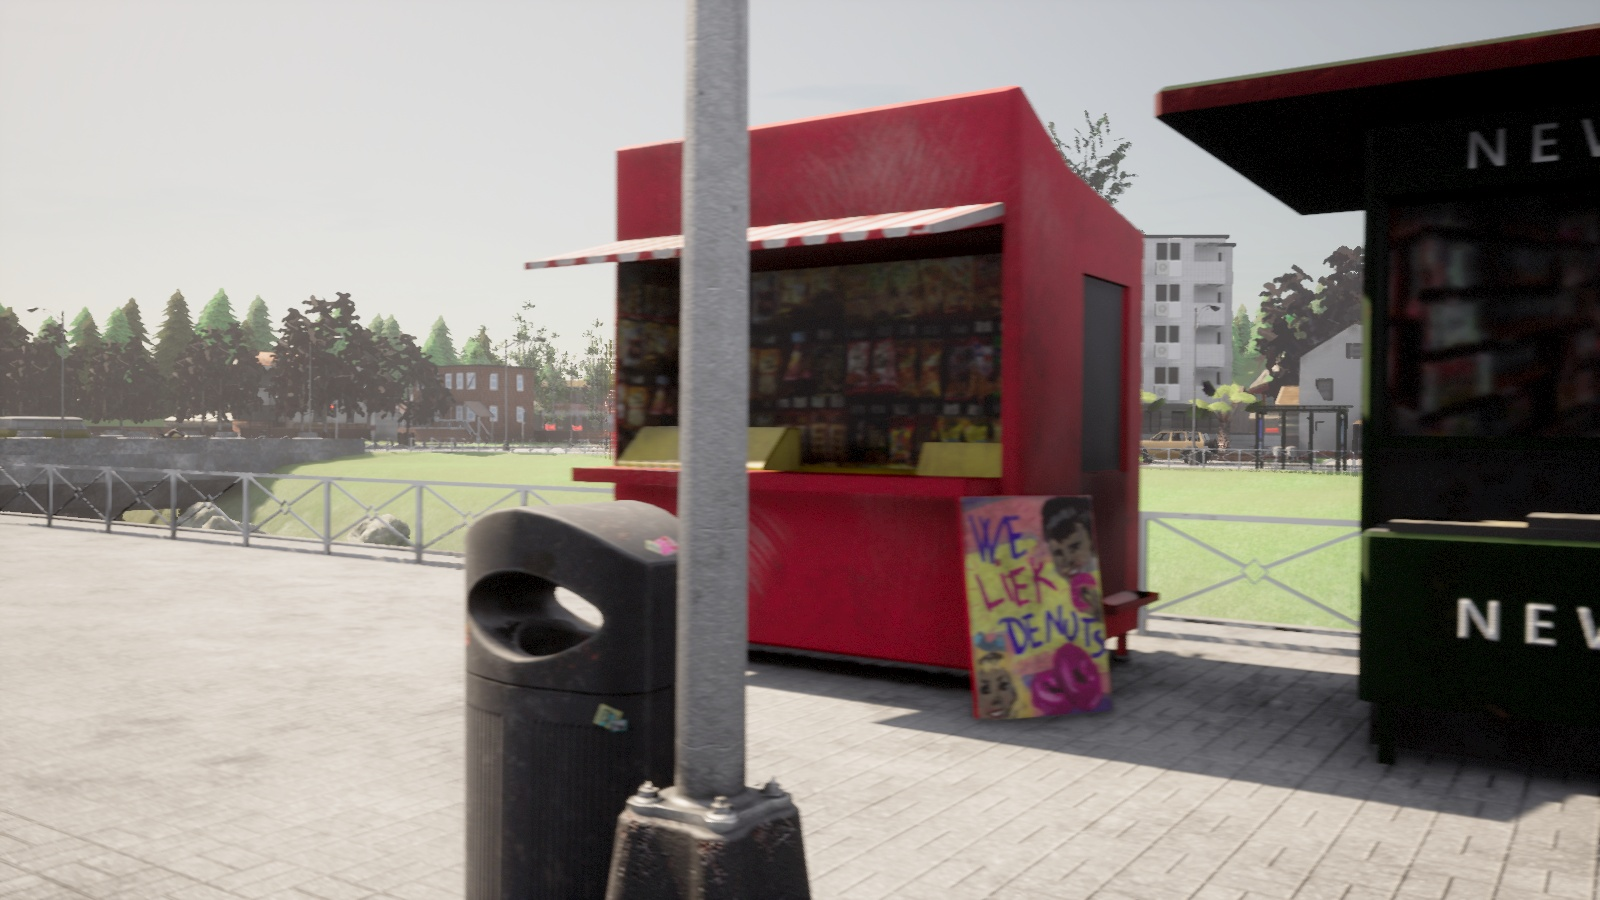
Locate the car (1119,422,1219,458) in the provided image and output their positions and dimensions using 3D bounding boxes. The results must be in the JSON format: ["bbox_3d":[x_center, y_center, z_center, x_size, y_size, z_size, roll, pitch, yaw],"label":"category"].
[{"bbox_3d":[19.233,-0.520,65.518,4.605,1.855,1.932,0,1,34],"label":"car"}]

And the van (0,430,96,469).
[{"bbox_3d":[-40.579,-0.070,67.512,1.775,1.987,4.442,0,1,34],"label":"van"}]
